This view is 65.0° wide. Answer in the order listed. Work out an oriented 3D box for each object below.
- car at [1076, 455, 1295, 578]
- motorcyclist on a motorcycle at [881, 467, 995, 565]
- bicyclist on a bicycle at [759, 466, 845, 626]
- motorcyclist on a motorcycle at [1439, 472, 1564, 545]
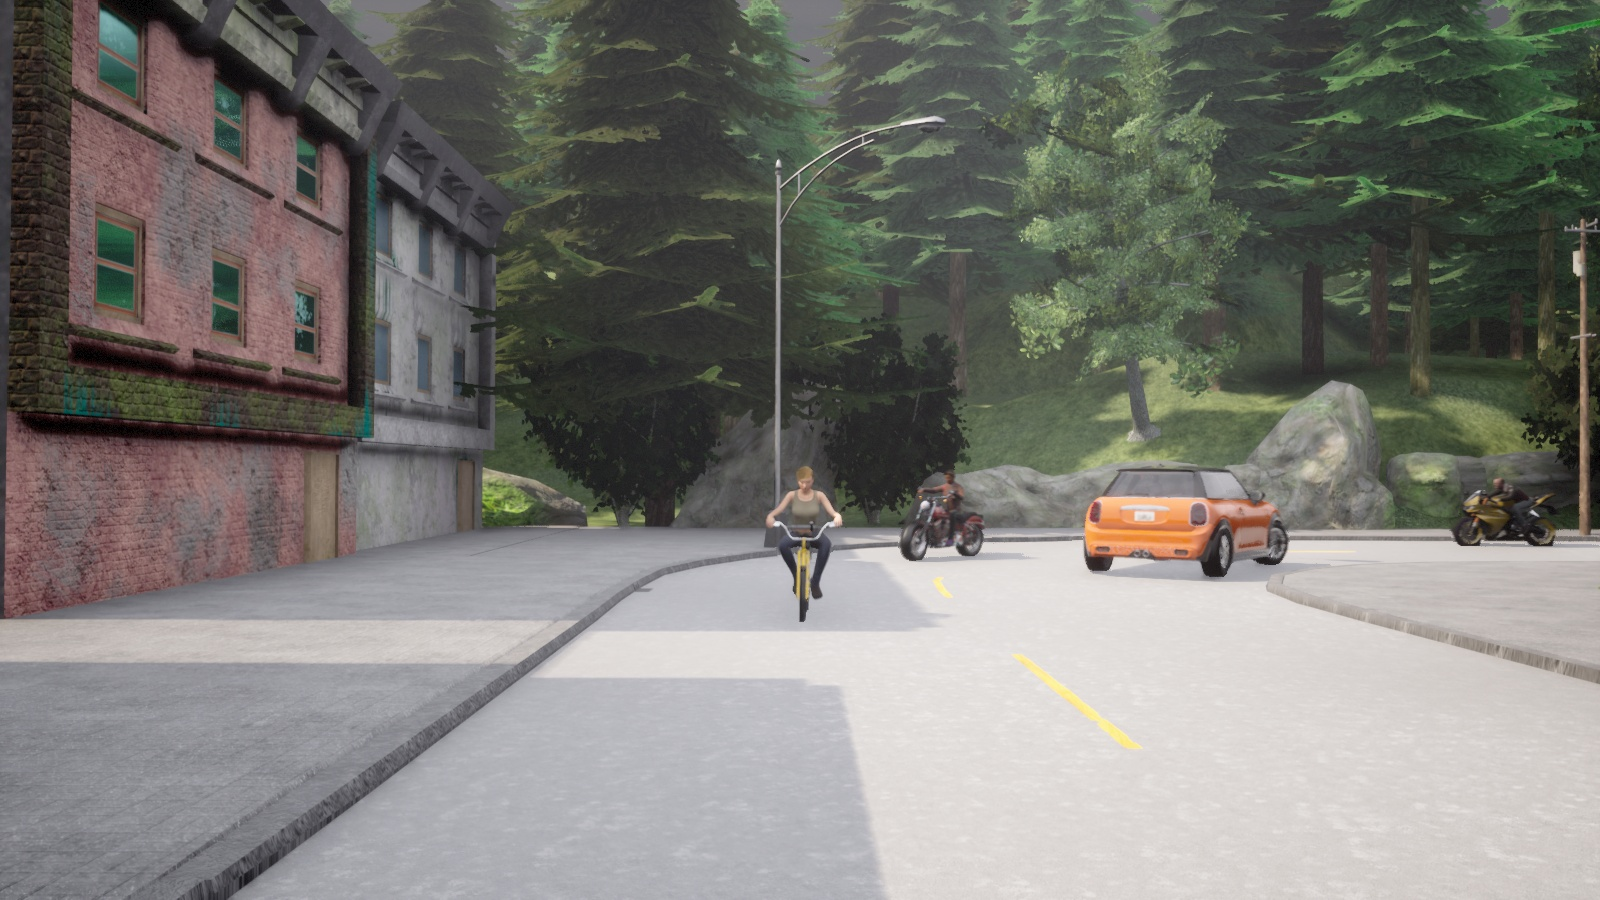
[{"bbox_3d":[6.411,0.994,20.517,2.097,1.767,4.553,-1,-1,35],"label":"car"},{"bbox_3d":[2.497,1.135,22.462,0.766,1.649,2.350,0,0,43],"label":"motorcyclist on a motorcycle"},{"bbox_3d":[0.050,0.976,13.388,0.866,1.612,1.509,0,-1,2],"label":"bicyclist on a bicycle"},{"bbox_3d":[15.108,1.245,27.078,2.191,1.530,0.866,0,-1,-1],"label":"motorcyclist on a motorcycle"}]
